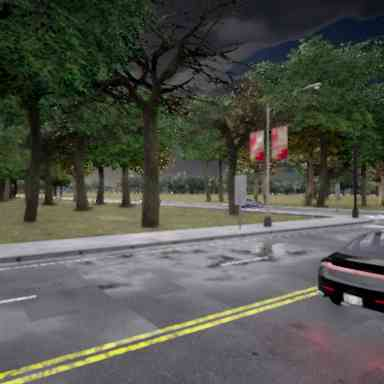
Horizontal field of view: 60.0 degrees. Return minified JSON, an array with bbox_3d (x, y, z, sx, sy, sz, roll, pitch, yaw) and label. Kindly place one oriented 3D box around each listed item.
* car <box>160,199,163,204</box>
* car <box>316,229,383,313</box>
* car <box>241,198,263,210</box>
[{"bbox_3d":[-7.530,1.479,62.444,2.033,1.411,5.357,0,0,-35],"label":"car"},{"bbox_3d":[4.530,1.487,6.672,4.902,1.511,2.128,0,0,-35],"label":"car"},{"bbox_3d":[6.862,1.473,42.051,1.812,1.442,4.674,0,0,-35],"label":"car"}]
